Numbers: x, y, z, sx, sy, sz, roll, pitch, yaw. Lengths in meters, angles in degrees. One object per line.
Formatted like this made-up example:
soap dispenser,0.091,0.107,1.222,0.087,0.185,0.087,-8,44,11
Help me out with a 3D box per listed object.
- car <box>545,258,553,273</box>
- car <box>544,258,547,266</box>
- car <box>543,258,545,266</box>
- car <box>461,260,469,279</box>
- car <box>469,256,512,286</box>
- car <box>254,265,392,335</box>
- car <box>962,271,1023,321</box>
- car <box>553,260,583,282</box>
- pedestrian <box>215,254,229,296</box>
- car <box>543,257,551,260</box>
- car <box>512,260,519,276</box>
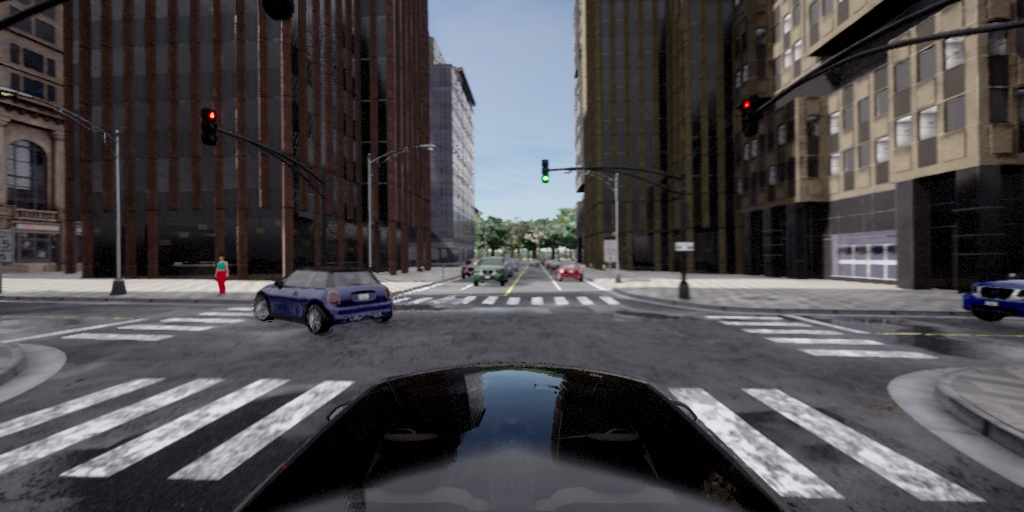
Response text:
car,5.624,1.340,45.305,2.007,1.370,4.403,0,0,4
car,5.964,1.345,50.732,1.888,1.381,4.507,0,0,4
car,6.304,1.356,56.159,1.888,1.381,4.507,0,0,4
car,-3.564,1.186,34.984,2.192,1.841,5.009,0,0,4
car,-1.454,1.046,26.306,2.150,2.045,5.566,-1,0,3
car,-5.707,1.092,10.719,4.553,1.767,2.097,0,0,34
car,17.595,1.144,10.931,5.566,2.045,2.150,0,0,3
car,4.604,1.199,29.024,1.967,1.591,4.097,0,0,4
pedestrian,-12.800,0.827,15.819,0.375,1.860,0.375,-1,-1,3
car,6.655,1.347,61.755,1.751,1.417,4.829,0,0,4
car,-0.775,1.390,36.653,2.033,1.411,5.357,-1,0,5
